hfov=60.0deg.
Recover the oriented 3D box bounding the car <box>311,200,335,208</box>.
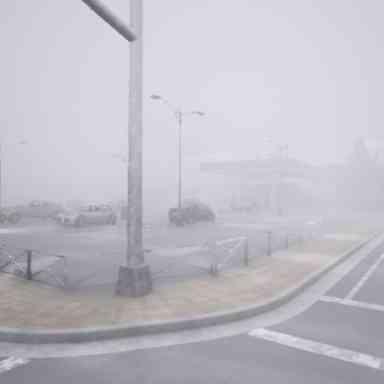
[{"bbox_3d":[27.559,2.505,70.070,4.611,1.667,2.242,0,-1,35],"label":"car"}]

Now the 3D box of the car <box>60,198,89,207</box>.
[{"bbox_3d":[-22.893,2.024,64.919,2.152,1.636,5.027,0,-1,35],"label":"car"}]

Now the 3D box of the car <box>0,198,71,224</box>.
[{"bbox_3d":[-12.460,1.486,25.832,2.152,1.636,5.027,0,-1,35],"label":"car"}]

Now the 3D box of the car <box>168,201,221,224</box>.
[{"bbox_3d":[0.027,1.700,25.996,2.007,1.523,4.514,0,-1,35],"label":"car"}]

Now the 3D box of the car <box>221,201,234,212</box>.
[{"bbox_3d":[5.054,1.995,45.107,1.970,1.475,3.806,0,-1,35],"label":"car"}]

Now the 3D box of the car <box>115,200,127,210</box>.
[{"bbox_3d":[-9.567,1.862,45.975,2.007,1.523,4.514,0,-1,35],"label":"car"}]

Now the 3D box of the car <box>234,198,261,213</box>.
[{"bbox_3d":[7.411,1.698,42.685,1.905,1.878,3.866,0,-1,35],"label":"car"}]

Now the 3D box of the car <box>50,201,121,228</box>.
[{"bbox_3d":[-7.043,1.557,22.375,1.970,1.475,3.806,0,-1,35],"label":"car"}]

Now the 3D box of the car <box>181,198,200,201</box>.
[{"bbox_3d":[0.173,1.631,38.178,1.932,1.855,4.605,0,-1,35],"label":"car"}]

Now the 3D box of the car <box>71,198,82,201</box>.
[{"bbox_3d":[-17.686,1.902,51.801,1.845,1.501,3.633,0,-1,35],"label":"car"}]

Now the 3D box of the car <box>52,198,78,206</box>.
[{"bbox_3d":[-25.479,2.038,66.695,2.007,1.523,4.514,0,-1,35],"label":"car"}]
